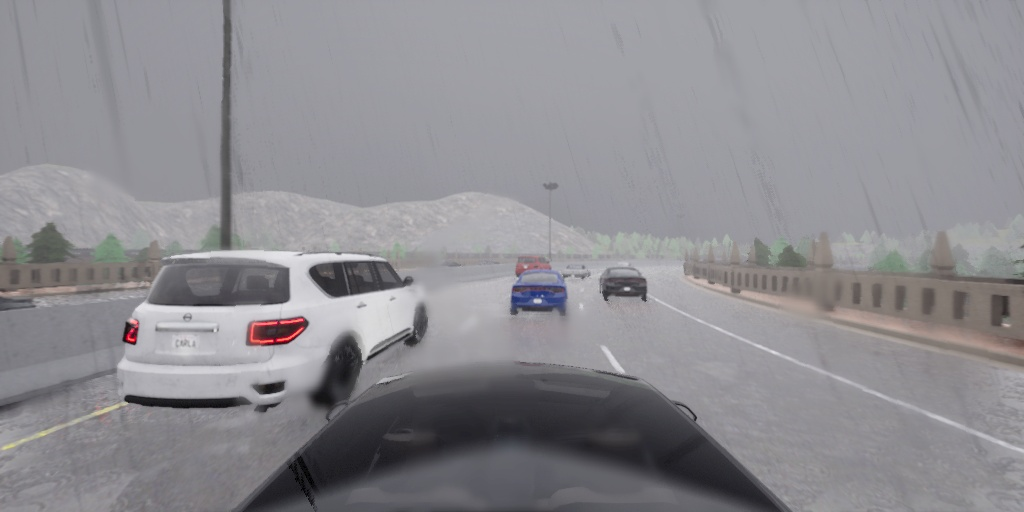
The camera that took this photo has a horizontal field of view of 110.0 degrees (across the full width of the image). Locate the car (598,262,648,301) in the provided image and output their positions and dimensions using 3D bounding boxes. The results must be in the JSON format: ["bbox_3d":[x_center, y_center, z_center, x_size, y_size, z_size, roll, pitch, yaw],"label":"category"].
[{"bbox_3d":[5.381,1.261,17.742,1.882,1.535,5.008,0,0,11],"label":"car"}]

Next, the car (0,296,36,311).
[{"bbox_3d":[-10.370,1.215,5.071,1.837,1.490,4.892,0,0,3],"label":"car"}]

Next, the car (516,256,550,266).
[{"bbox_3d":[1.983,1.002,31.782,2.150,2.045,5.566,0,0,19],"label":"car"}]

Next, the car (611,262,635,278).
[{"bbox_3d":[11.192,1.346,35.969,1.812,1.442,4.674,0,0,24],"label":"car"}]

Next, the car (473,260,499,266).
[{"bbox_3d":[-3.340,1.261,46.500,2.128,1.511,4.902,0,0,26],"label":"car"}]

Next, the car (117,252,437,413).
[{"bbox_3d":[-3.159,0.962,6.303,2.150,2.045,5.566,0,0,3],"label":"car"}]

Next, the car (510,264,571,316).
[{"bbox_3d":[1.114,1.241,13.510,1.882,1.535,5.008,0,0,7],"label":"car"}]

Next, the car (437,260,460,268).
[{"bbox_3d":[-8.306,1.226,44.137,1.882,1.535,5.008,0,0,24],"label":"car"}]

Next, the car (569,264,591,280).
[{"bbox_3d":[5.936,1.397,32.422,1.895,1.301,4.718,0,0,21],"label":"car"}]
